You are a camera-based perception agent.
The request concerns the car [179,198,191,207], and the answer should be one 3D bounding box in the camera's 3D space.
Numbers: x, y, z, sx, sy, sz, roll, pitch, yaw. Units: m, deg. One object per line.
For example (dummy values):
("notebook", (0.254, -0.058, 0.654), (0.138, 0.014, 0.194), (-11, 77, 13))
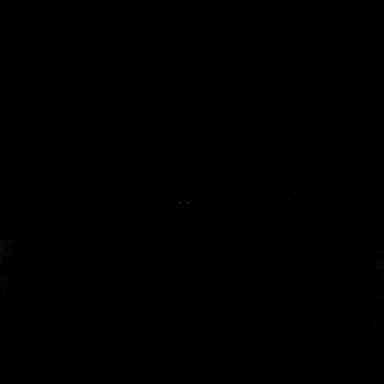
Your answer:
("car", (-1.369, 1.945, 62.625), (2.097, 1.767, 4.553), (0, 0, 1))
